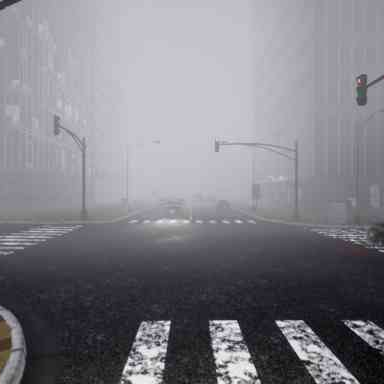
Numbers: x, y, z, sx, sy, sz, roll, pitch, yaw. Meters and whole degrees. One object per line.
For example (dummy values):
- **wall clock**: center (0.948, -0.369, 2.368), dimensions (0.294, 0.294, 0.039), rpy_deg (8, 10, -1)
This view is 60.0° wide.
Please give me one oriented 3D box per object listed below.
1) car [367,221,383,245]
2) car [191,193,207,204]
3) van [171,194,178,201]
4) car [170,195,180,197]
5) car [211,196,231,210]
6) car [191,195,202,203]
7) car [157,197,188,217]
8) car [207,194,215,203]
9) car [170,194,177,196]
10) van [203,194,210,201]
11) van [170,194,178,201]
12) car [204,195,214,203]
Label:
- **car**: center (10.066, 1.686, 13.825), dimensions (5.008, 1.535, 1.882), rpy_deg (1, 1, 6)
- **car**: center (1.131, 1.220, 62.811), dimensions (2.150, 2.045, 5.566), rpy_deg (0, 0, 0)
- **van**: center (-4.454, 1.315, 85.976), dimensions (1.690, 1.788, 3.998), rpy_deg (0, 0, 0)
- **car**: center (-1.701, 1.558, 46.925), dimensions (2.033, 1.411, 5.357), rpy_deg (0, 0, 0)
- **car**: center (3.799, 1.579, 41.815), dimensions (1.947, 1.339, 4.313), rpy_deg (0, 0, 0)
- **car**: center (0.957, 1.512, 73.157), dimensions (2.128, 1.511, 4.902), rpy_deg (0, 0, 0)
- **car**: center (-1.654, 1.510, 31.091), dimensions (2.128, 1.511, 4.902), rpy_deg (0, 0, 2)
- **car**: center (3.588, 1.313, 63.923), dimensions (2.192, 1.841, 5.009), rpy_deg (0, 0, 0)
- **car**: center (-4.292, 1.564, 63.866), dimensions (1.947, 1.339, 4.313), rpy_deg (0, 0, 0)
- **van**: center (3.466, 1.321, 80.506), dimensions (1.690, 1.788, 3.998), rpy_deg (0, 0, 0)
- **van**: center (-4.414, 1.321, 80.448), dimensions (1.690, 1.788, 3.998), rpy_deg (0, 0, 0)
- **car**: center (3.548, 1.432, 69.452), dimensions (1.967, 1.590, 4.097), rpy_deg (0, 0, 0)
